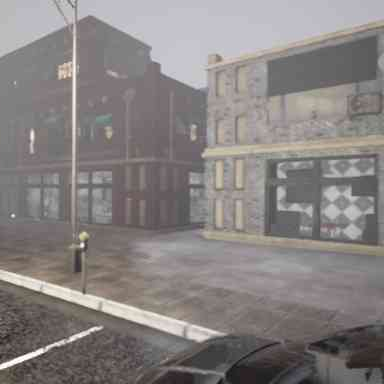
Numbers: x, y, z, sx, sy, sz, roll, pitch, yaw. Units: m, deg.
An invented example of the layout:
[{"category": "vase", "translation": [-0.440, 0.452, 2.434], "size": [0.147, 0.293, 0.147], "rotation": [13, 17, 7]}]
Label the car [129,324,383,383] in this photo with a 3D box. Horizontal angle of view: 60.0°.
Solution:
[{"category": "car", "translation": [1.360, 1.566, 1.899], "size": [4.313, 1.339, 1.947], "rotation": [0, 0, 35]}]
